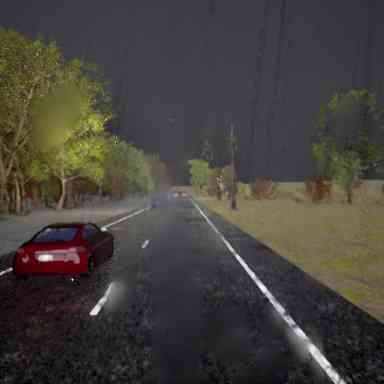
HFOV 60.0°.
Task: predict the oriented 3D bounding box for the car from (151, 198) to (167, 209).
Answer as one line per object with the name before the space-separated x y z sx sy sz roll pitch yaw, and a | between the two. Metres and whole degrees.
car | -4.438 1.508 45.031 1.812 1.442 4.674 -1 0 -1

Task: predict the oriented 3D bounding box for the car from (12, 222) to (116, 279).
car | -3.685 1.603 10.286 1.994 1.385 4.181 -1 0 -1
